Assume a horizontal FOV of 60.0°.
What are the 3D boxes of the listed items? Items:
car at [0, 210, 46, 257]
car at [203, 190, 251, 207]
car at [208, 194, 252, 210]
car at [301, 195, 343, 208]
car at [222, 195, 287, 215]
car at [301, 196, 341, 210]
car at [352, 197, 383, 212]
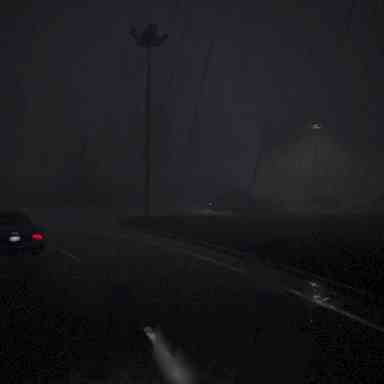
[{"bbox_3d":[-6.539,1.309,11.241,2.033,1.411,5.357,0,1,-39],"label":"car"},{"bbox_3d":[4.024,0.775,36.372,5.566,2.045,2.150,0,1,-19],"label":"car"},{"bbox_3d":[4.139,1.168,32.731,4.181,1.385,1.994,0,1,-19],"label":"car"},{"bbox_3d":[15.815,1.172,40.497,4.674,1.442,1.812,0,1,-19],"label":"car"},{"bbox_3d":[5.738,1.215,29.584,5.357,1.411,2.033,0,1,-19],"label":"car"},{"bbox_3d":[14.037,1.245,36.180,4.181,1.385,1.994,0,1,-19],"label":"car"},{"bbox_3d":[18.873,1.249,34.157,5.008,1.535,1.882,1,1,-19],"label":"car"}]
